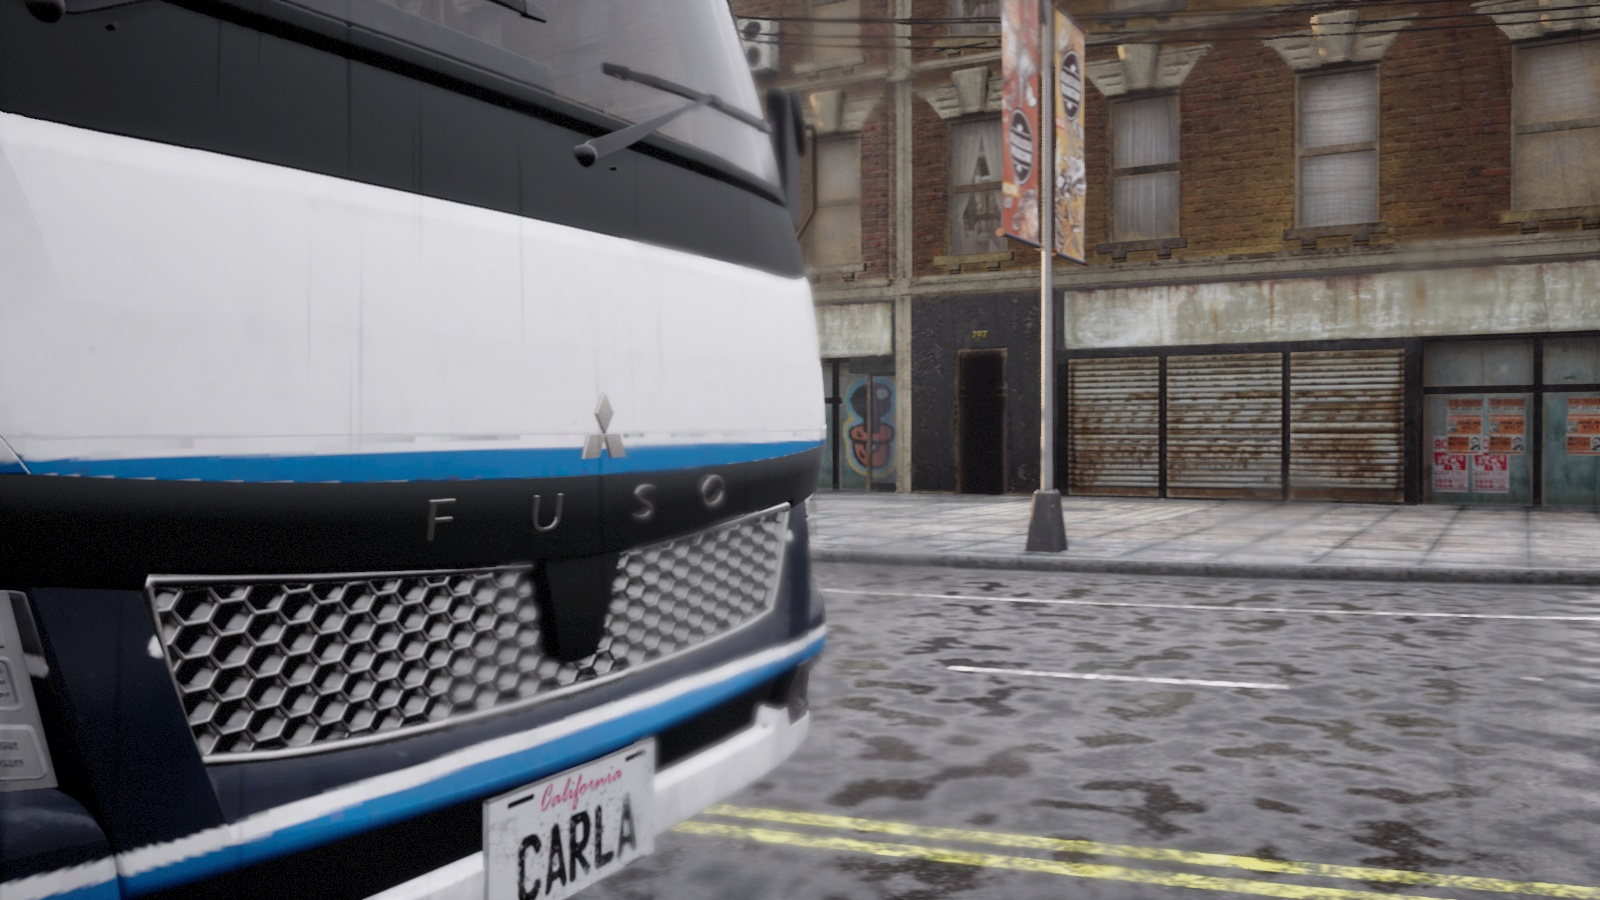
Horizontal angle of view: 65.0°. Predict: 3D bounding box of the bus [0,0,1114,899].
[{"bbox_3d":[-4.397,-0.641,4.958,10.273,4.253,3.944,1,1,28],"label":"bus"}]
